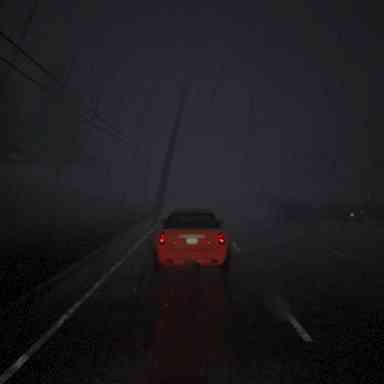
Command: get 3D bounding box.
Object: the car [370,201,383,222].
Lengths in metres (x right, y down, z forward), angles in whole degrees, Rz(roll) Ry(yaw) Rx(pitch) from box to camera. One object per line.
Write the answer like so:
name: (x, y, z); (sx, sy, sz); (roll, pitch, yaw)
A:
car: (14.094, 1.388, 25.067); (1.882, 1.535, 5.008); (0, 0, 0)

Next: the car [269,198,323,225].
car: (7.095, 1.395, 23.232); (1.882, 1.535, 5.008); (0, 0, 0)

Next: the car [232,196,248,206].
car: (7.089, 1.351, 49.165); (1.812, 1.442, 4.674); (0, 0, 0)

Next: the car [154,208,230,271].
car: (-0.002, 1.313, 10.947); (2.097, 1.767, 4.553); (0, 0, 0)

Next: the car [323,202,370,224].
car: (10.596, 1.478, 23.999); (1.994, 1.385, 4.181); (0, 0, 0)

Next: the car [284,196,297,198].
car: (14.091, 1.322, 47.747); (2.128, 1.511, 4.902); (0, 0, 0)

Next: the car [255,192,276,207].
car: (10.590, 1.052, 47.944); (2.150, 2.045, 5.566); (0, 0, 0)
